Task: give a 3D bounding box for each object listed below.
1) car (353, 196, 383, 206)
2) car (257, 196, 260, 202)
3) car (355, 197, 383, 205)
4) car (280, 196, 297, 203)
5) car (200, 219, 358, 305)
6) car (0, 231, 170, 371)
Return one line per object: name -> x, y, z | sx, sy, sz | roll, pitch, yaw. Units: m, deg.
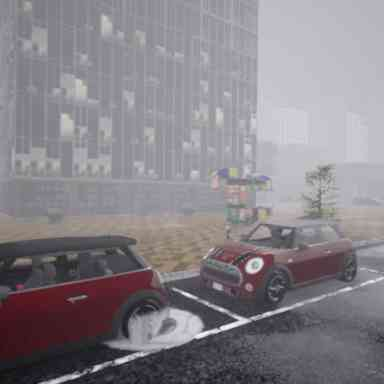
car -> 27.273, 1.387, 51.436 | 1.967, 1.590, 4.097 | 1, -1, -35
car -> 15.294, 1.647, 83.658 | 1.967, 1.590, 4.097 | 1, -1, -35
car -> 31.854, 1.654, 59.989 | 1.802, 1.307, 4.206 | 1, -1, -35
car -> 21.659, 1.595, 74.564 | 1.967, 1.590, 4.097 | 1, -1, -35
car -> 2.163, 1.431, 8.049 | 4.097, 1.590, 1.967 | 0, 1, -36
car -> -2.436, 1.439, 4.774 | 4.097, 1.590, 1.967 | 0, 1, -35
